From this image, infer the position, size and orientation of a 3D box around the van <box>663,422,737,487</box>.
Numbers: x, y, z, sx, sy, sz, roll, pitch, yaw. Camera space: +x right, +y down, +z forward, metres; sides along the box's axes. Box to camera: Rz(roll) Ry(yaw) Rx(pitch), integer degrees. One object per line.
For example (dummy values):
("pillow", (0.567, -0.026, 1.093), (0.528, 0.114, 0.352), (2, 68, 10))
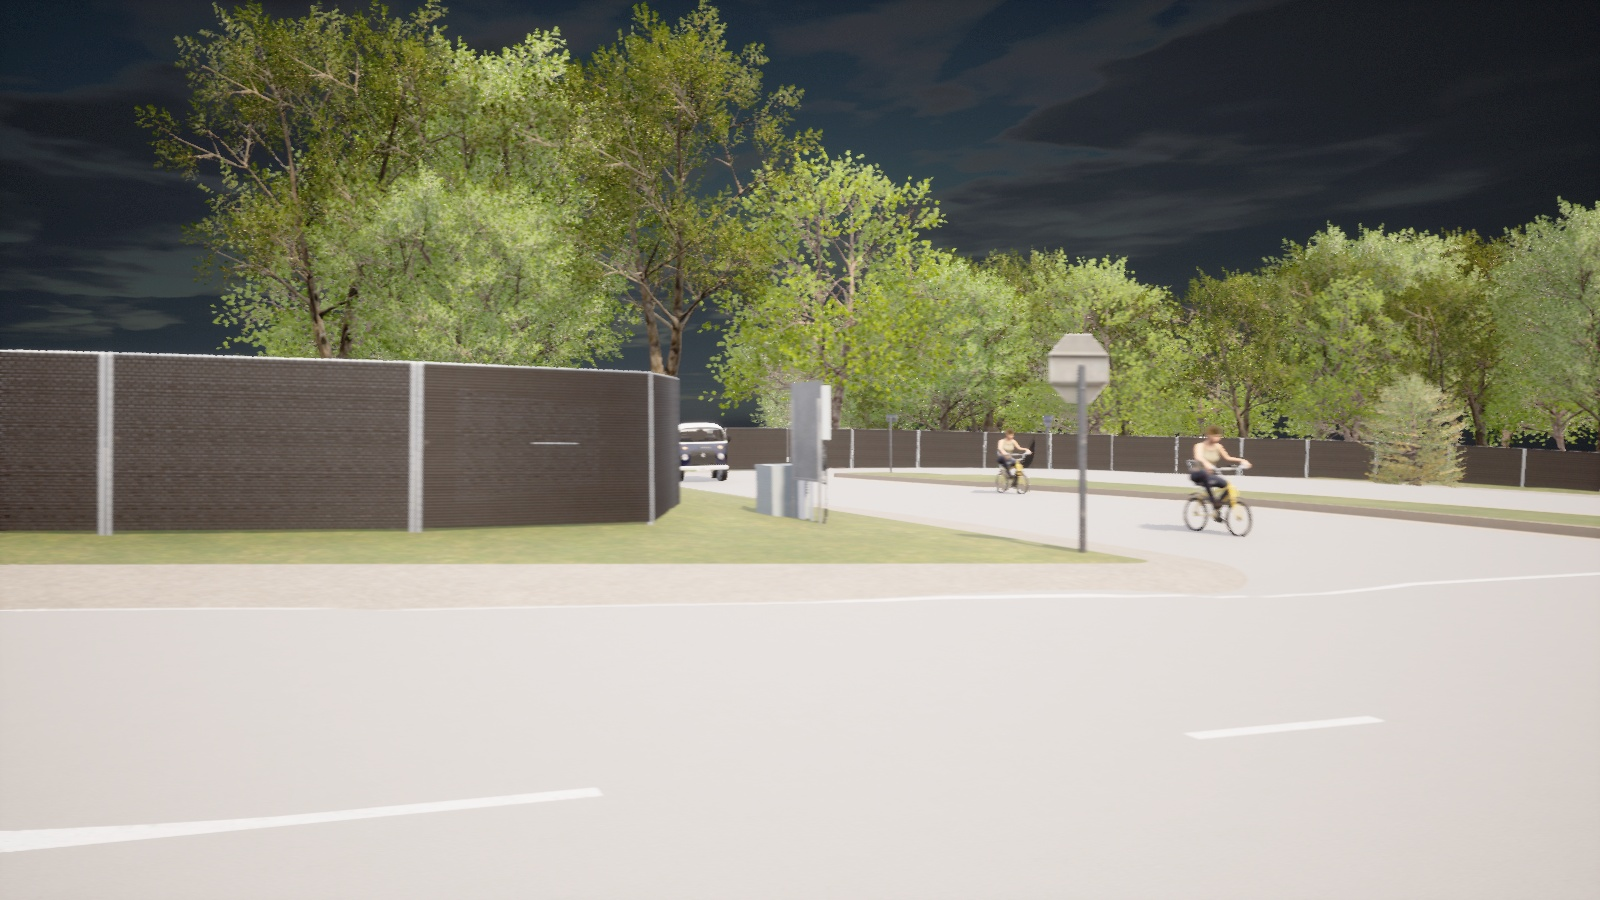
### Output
("van", (-3.565, 0.130, 43.973), (2.069, 2.038, 4.480), (-3, 1, -10))

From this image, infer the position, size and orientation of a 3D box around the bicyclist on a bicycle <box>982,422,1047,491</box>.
("bicyclist on a bicycle", (5.217, 0.161, 30.569), (0.866, 1.612, 1.509), (-2, 1, -21))

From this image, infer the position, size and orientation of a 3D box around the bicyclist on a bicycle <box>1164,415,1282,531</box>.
("bicyclist on a bicycle", (6.180, 0.303, 18.434), (0.866, 1.612, 1.509), (-2, 2, -21))
